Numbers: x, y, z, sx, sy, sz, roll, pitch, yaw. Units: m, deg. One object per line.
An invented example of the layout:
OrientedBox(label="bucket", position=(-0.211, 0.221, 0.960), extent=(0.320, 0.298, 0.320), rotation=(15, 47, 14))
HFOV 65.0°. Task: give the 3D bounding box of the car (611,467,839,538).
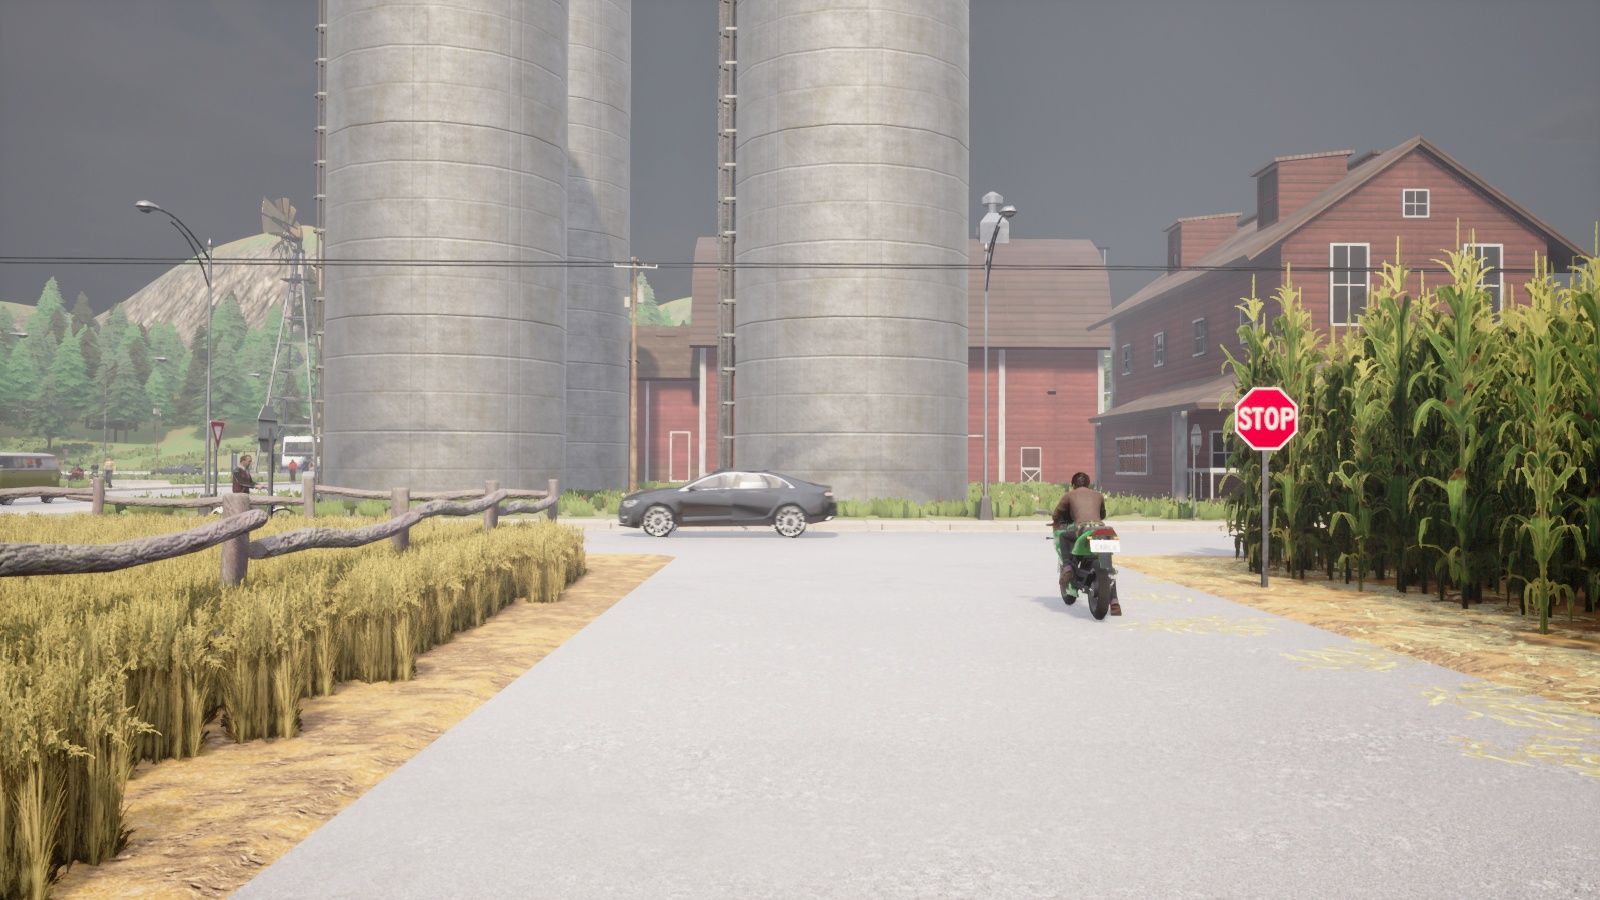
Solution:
OrientedBox(label="car", position=(-1.624, 1.150, 28.138), extent=(4.902, 1.511, 2.128), rotation=(0, -1, 0))

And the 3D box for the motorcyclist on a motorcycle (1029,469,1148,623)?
OrientedBox(label="motorcyclist on a motorcycle", position=(3.064, 0.973, 13.560), extent=(0.797, 1.523, 2.044), rotation=(0, -1, 0))

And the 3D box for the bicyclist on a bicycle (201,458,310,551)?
OrientedBox(label="bicyclist on a bicycle", position=(-10.658, 1.056, 24.603), extent=(1.843, 1.776, 0.659), rotation=(0, -1, 0))

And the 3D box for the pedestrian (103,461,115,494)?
OrientedBox(label="pedestrian", position=(-39.124, 1.542, 71.128), extent=(0.345, 1.836, 0.594), rotation=(0, -1, -3))

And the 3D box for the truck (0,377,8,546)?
OrientedBox(label="truck", position=(-20.380, 0.241, 24.555), extent=(7.936, 3.462, 2.891), rotation=(0, -1, 0))

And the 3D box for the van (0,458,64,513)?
OrientedBox(label="van", position=(-29.598, 1.294, 46.842), extent=(1.775, 1.987, 4.442), rotation=(0, -1, -1))
